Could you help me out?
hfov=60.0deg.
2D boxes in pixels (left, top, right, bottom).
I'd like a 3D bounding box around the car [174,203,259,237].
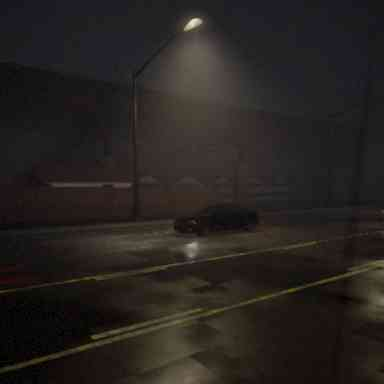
[{"bbox_3d":[1.373,1.399,17.772,5.008,1.535,1.882,0,0,-35],"label":"car"}]
